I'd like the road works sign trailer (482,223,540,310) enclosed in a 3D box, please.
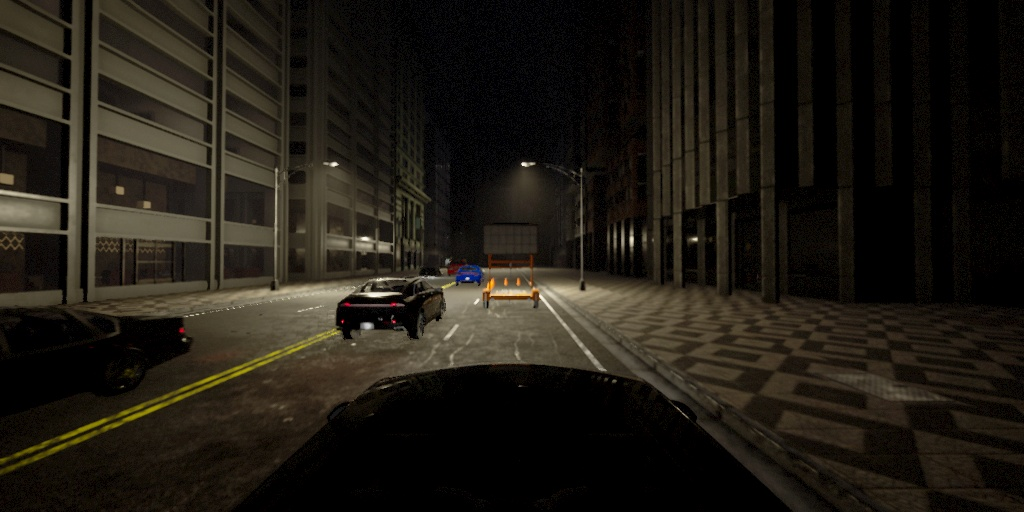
[{"bbox_3d":[-0.047,0.363,15.441,2.380,3.560,2.880,0,0,0],"label":"road works sign trailer"}]

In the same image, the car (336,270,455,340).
[{"bbox_3d":[-3.178,1.332,10.269,2.128,1.511,4.902,0,-1,0],"label":"car"}]

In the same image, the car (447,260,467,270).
[{"bbox_3d":[-6.756,1.500,45.360,2.150,2.045,5.566,0,-1,0],"label":"car"}]

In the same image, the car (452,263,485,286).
[{"bbox_3d":[-3.257,1.536,28.545,1.882,1.535,5.008,0,-1,0],"label":"car"}]

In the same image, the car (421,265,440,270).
[{"bbox_3d":[-9.997,1.826,43.964,1.994,1.385,4.181,0,-1,0],"label":"car"}]

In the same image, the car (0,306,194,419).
[{"bbox_3d":[-6.604,1.321,3.976,2.033,1.411,5.357,0,-1,0],"label":"car"}]
